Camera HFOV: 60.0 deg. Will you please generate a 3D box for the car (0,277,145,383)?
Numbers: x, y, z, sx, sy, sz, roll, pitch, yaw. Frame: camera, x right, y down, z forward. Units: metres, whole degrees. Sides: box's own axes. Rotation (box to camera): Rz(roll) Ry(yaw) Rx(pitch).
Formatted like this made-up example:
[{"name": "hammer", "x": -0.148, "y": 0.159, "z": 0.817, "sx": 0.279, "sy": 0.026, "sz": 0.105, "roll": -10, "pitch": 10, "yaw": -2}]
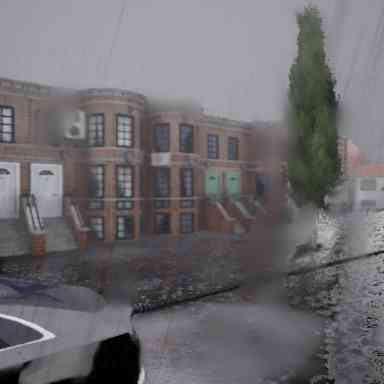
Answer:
[{"name": "car", "x": -2.733, "y": 1.529, "z": 2.424, "sx": 4.902, "sy": 1.511, "sz": 2.128, "roll": 0, "pitch": -1, "yaw": -37}]
